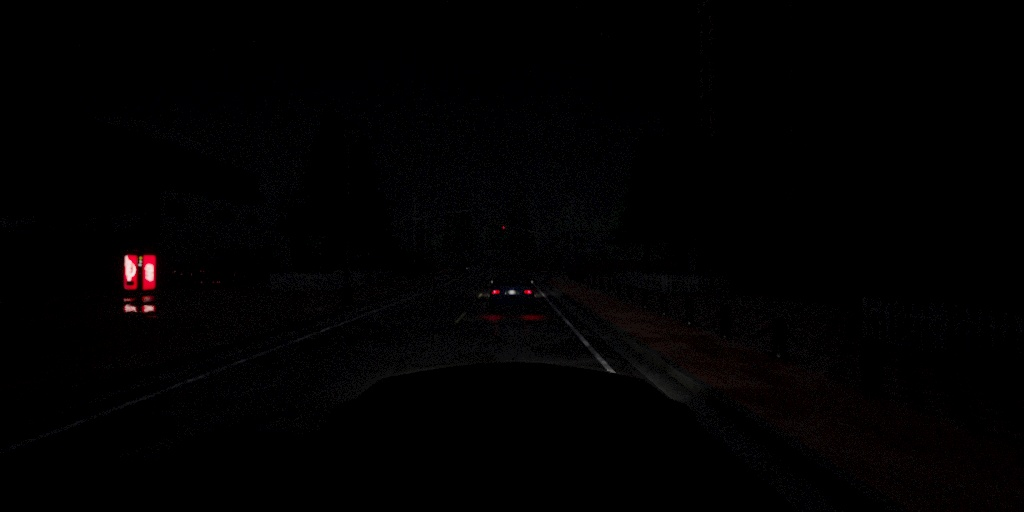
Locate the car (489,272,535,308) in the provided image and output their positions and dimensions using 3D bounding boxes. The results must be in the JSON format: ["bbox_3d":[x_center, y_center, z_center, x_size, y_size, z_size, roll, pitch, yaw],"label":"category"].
[{"bbox_3d":[-0.001,1.428,15.837,2.033,1.411,5.357,0,0,0],"label":"car"}]
